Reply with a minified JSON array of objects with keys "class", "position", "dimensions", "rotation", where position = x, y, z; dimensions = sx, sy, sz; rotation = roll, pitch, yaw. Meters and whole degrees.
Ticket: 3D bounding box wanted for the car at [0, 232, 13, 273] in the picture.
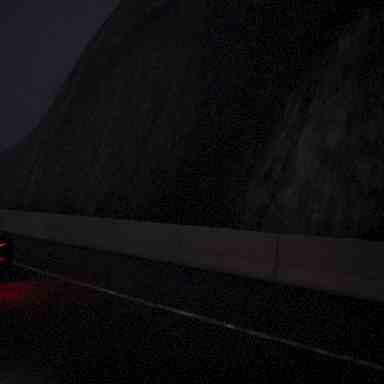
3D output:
[{"class":"car","position":[-6.892,1.509,9.532],"dimensions":[4.892,1.490,1.837],"rotation":[0,0,39]}]
